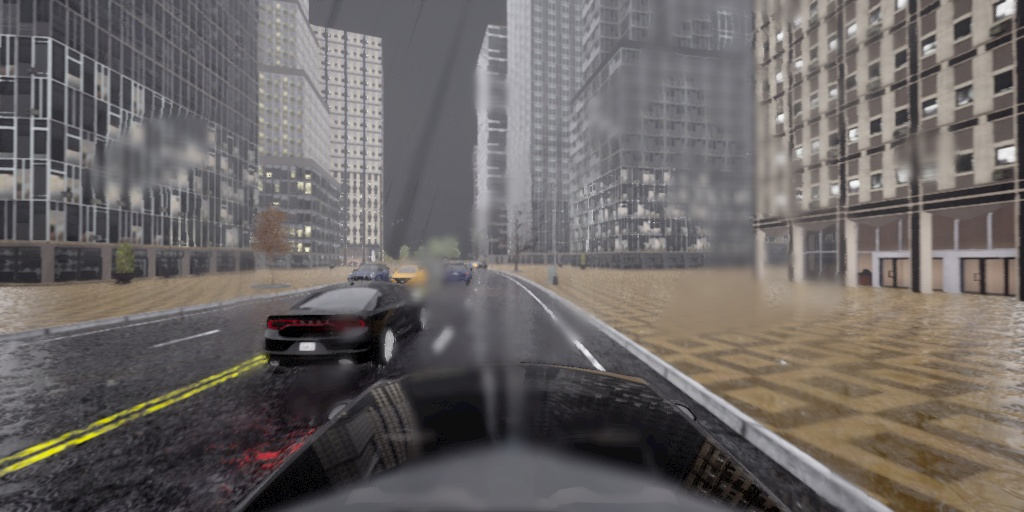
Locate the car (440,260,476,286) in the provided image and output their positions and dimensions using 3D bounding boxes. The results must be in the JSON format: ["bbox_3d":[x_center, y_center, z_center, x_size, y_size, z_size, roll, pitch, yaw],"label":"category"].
[{"bbox_3d":[-4.199,1.368,28.402,2.097,1.767,4.553,0,-1,-4],"label":"car"}]

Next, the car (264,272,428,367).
[{"bbox_3d":[-3.267,1.295,8.139,1.882,1.535,5.008,0,0,-1],"label":"car"}]

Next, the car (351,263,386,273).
[{"bbox_3d":[-10.834,1.369,27.425,2.097,1.767,4.553,0,-1,-4],"label":"car"}]

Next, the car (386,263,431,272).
[{"bbox_3d":[-7.515,1.481,26.574,1.882,1.535,5.008,0,-1,-4],"label":"car"}]
